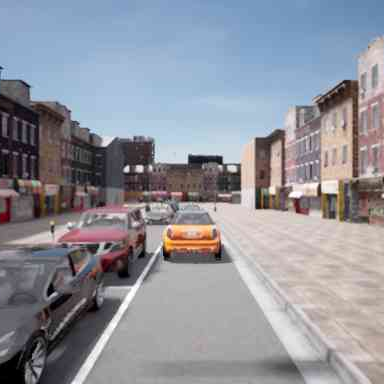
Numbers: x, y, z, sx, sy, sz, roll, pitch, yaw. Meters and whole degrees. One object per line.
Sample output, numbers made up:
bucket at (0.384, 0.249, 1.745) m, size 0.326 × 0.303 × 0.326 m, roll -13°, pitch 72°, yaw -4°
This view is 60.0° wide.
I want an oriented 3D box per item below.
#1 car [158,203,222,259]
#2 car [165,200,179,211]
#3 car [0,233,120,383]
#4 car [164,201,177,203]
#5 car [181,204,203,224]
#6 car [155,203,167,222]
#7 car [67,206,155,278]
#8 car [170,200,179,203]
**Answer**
car at (0.016, 1.489, 13.422) m, size 2.097 × 1.767 × 4.553 m, roll 0°, pitch -1°, yaw 0°
car at (-3.033, 2.029, 51.678) m, size 1.882 × 1.535 × 5.008 m, roll 0°, pitch -1°, yaw 0°
car at (-2.645, 1.620, 5.256) m, size 1.947 × 1.339 × 4.313 m, roll 0°, pitch -1°, yaw 0°
car at (-2.656, 1.862, 32.220) m, size 1.752 × 1.417 × 4.829 m, roll 0°, pitch -1°, yaw 0°
car at (0.014, 1.827, 28.904) m, size 1.812 × 1.442 × 4.674 m, roll 0°, pitch 0°, yaw 1°
car at (-2.653, 1.831, 26.963) m, size 2.008 × 1.369 × 4.403 m, roll 0°, pitch -1°, yaw 0°
car at (-2.649, 1.424, 10.686) m, size 2.192 × 1.841 × 5.009 m, roll 0°, pitch -1°, yaw 0°
car at (-3.036, 1.977, 44.677) m, size 1.837 × 1.490 × 4.892 m, roll 0°, pitch -1°, yaw 0°
